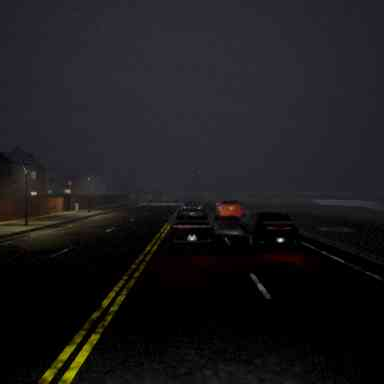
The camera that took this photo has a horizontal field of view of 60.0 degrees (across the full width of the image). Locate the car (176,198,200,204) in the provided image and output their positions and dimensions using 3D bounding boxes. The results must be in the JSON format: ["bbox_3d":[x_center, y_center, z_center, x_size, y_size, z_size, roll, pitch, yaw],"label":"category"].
[{"bbox_3d":[0.000,1.502,29.651,2.128,1.511,4.902,0,0,0],"label":"car"}]

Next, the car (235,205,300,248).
[{"bbox_3d":[3.250,1.516,14.650,1.837,1.490,4.892,0,0,0],"label":"car"}]

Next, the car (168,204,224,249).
[{"bbox_3d":[0.000,1.495,14.650,2.128,1.511,4.902,0,0,0],"label":"car"}]

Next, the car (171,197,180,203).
[{"bbox_3d":[-3.250,1.666,69.235,2.033,1.411,5.357,0,0,0],"label":"car"}]

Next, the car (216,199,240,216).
[{"bbox_3d":[3.250,1.373,29.621,2.097,1.767,4.553,0,0,0],"label":"car"}]

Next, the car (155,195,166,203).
[{"bbox_3d":[-6.499,1.468,69.265,2.097,1.767,4.553,0,0,0],"label":"car"}]
